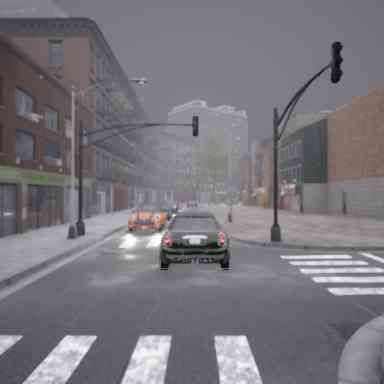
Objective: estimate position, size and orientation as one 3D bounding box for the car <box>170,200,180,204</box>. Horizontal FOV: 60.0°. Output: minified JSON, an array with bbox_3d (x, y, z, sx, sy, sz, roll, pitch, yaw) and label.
[{"bbox_3d":[-2.838,1.760,41.565,2.097,1.767,4.553,0,-1,0],"label":"car"}]

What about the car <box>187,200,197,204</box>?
[{"bbox_3d":[0.004,2.206,63.654,1.994,1.385,4.181,0,-1,0],"label":"car"}]

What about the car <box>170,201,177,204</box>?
[{"bbox_3d":[-2.849,1.852,31.446,2.033,1.411,5.357,0,-1,0],"label":"car"}]

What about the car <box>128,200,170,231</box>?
[{"bbox_3d":[-2.849,1.562,21.979,2.097,1.767,4.553,0,-1,0],"label":"car"}]

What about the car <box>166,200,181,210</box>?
[{"bbox_3d":[-2.795,2.067,52.124,2.033,1.411,5.357,0,-1,0],"label":"car"}]

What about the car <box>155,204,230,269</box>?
[{"bbox_3d":[0.090,1.460,11.694,2.097,1.767,4.553,0,0,0],"label":"car"}]
